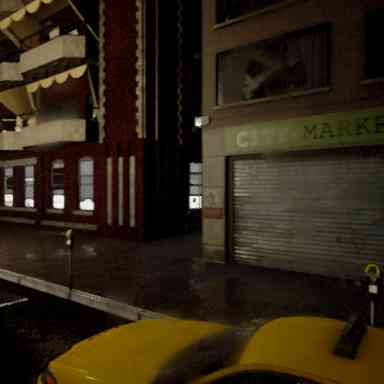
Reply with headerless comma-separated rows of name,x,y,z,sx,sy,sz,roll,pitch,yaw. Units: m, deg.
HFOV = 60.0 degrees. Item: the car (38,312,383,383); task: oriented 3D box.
car,0.806,1.523,2.302,4.829,1.417,1.752,0,0,35
